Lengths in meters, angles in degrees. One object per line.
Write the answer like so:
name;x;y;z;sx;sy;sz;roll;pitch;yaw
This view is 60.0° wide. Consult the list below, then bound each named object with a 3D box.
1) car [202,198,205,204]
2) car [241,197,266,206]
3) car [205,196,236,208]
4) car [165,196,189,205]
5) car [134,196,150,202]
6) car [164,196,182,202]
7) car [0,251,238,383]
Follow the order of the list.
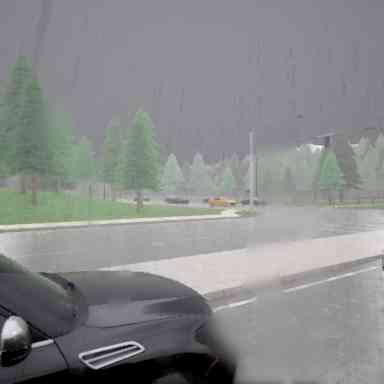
car;3.804;1.544;63.242;1.812;1.442;4.674;0;1;-35
car;10.010;1.543;54.329;1.812;1.442;4.674;0;0;-35
car;4.569;1.492;49.893;1.882;1.535;5.008;0;0;-35
car;-2.428;1.614;59.911;1.895;1.301;4.718;0;0;-35
car;-10.839;1.588;72.070;1.895;1.301;4.718;0;0;-35
car;-4.380;1.536;75.049;1.812;1.442;4.674;0;0;-35
car;-2.234;1.219;2.146;5.566;2.045;2.150;0;0;-36
